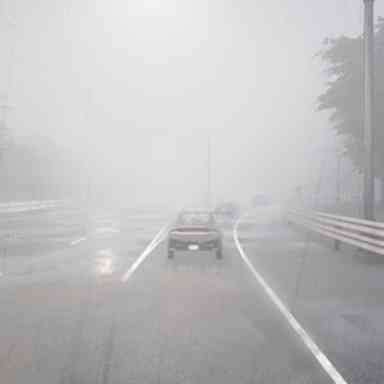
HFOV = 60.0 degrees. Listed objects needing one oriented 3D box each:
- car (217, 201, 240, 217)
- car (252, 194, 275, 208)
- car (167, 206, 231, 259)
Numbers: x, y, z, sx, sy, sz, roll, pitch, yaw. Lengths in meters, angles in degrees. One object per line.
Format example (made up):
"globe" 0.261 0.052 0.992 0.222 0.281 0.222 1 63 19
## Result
"car" 3.423 1.572 31.857 1.994 1.385 4.181 0 0 16
"car" 10.622 1.240 49.398 2.150 2.045 5.566 0 0 29
"car" 0.202 1.494 12.677 2.128 1.511 4.902 0 0 4
